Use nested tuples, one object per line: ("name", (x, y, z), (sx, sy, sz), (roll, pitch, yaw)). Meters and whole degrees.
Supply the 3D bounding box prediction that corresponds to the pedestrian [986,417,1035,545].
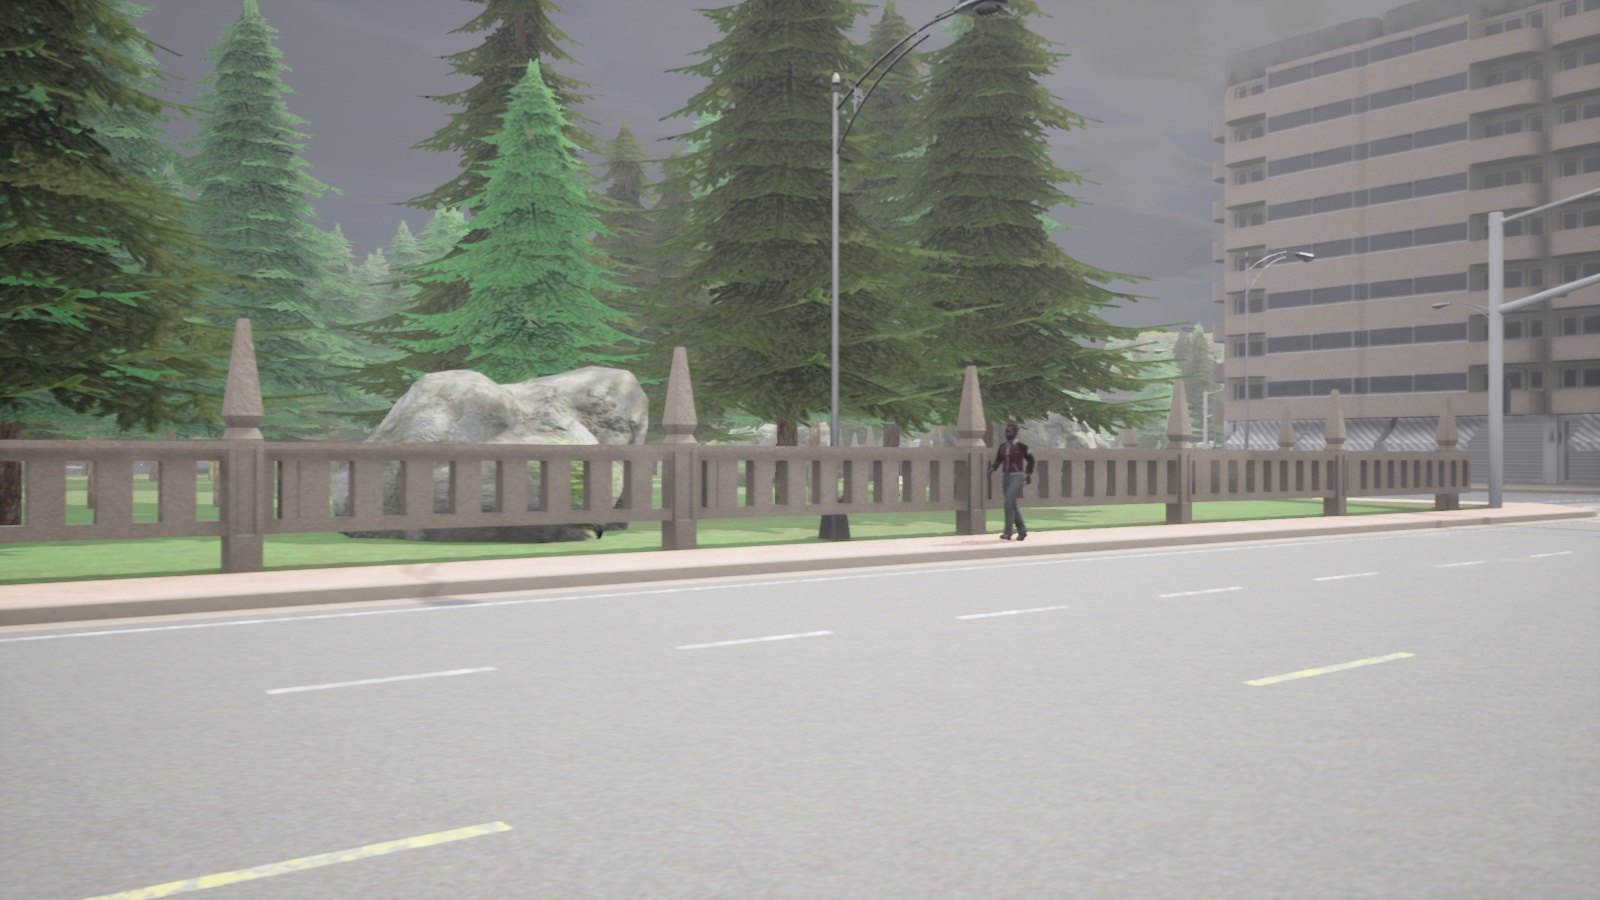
("pedestrian", (3.262, 0.471, 19.415), (0.666, 1.930, 0.402), (0, 0, -39))
